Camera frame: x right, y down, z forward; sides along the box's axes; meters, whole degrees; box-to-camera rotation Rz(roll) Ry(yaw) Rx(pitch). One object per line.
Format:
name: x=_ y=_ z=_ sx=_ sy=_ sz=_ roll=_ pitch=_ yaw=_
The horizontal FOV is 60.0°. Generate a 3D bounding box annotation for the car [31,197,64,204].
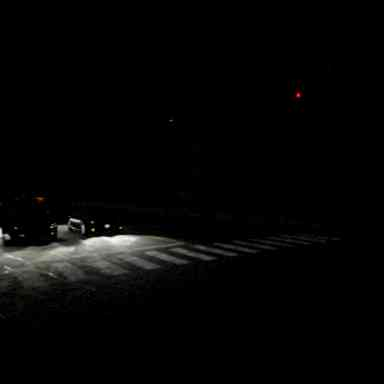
car: x=-10.607 y=1.407 z=25.414 sx=1.882 sy=1.535 sz=5.008 roll=0 pitch=0 yaw=-36

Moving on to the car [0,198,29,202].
car: x=-13.582 y=1.442 z=23.984 sx=2.128 sy=1.511 sz=4.902 roll=0 pitch=0 yaw=-36

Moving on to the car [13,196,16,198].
car: x=-31.637 y=1.400 z=60.431 sx=2.033 sy=1.411 sz=5.357 roll=0 pitch=0 yaw=-36

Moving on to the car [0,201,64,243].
car: x=-8.023 y=1.440 z=16.278 sx=1.882 sy=1.535 sz=5.008 roll=0 pitch=0 yaw=-36

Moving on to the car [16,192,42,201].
car: x=-25.484 y=1.089 z=51.894 sx=2.150 sy=2.045 sz=5.566 roll=0 pitch=0 yaw=-35

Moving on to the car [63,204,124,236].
car: x=-5.341 y=1.505 z=18.129 sx=1.994 sy=1.385 sz=4.181 roll=0 pitch=0 yaw=-35

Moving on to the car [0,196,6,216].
car: x=-19.487 y=1.289 z=32.179 sx=2.097 sy=1.767 sz=4.553 roll=0 pitch=0 yaw=-36
